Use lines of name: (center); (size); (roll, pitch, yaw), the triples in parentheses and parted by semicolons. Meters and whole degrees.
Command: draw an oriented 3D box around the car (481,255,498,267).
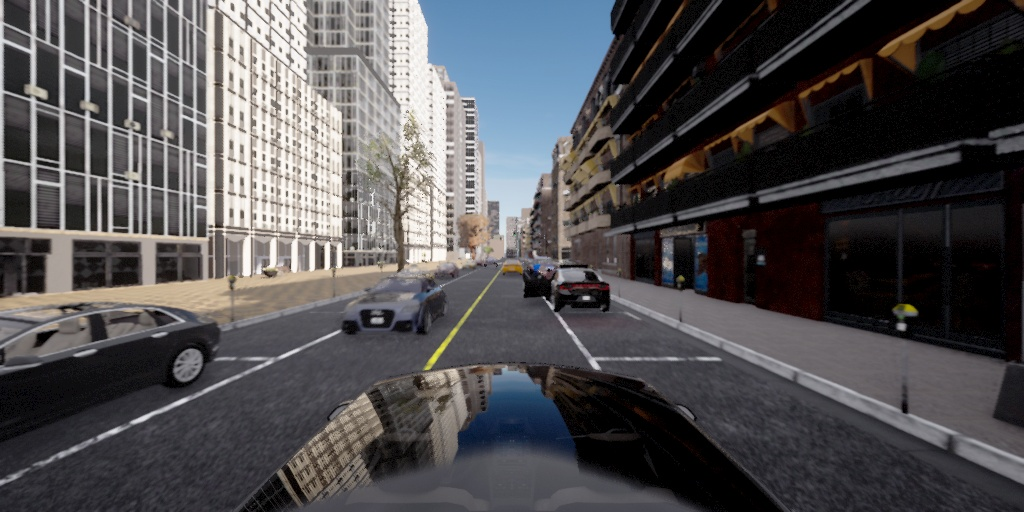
car: (-2.986, 0.805, 51.648); (1.812, 1.442, 4.674); (0, 0, 0)

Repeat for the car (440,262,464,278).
car: (-5.683, 1.214, 31.837); (1.802, 1.307, 4.207); (0, 0, 0)

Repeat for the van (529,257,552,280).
van: (2.697, 0.973, 31.834); (1.690, 1.789, 3.998); (0, 0, 0)

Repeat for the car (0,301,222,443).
car: (-5.691, 1.290, 4.174); (2.007, 1.370, 4.403); (0, 0, 0)

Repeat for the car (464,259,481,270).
car: (-5.678, 1.099, 48.265); (1.751, 1.417, 4.829); (0, 0, 0)

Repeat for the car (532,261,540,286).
car: (2.695, 1.234, 26.302); (1.802, 1.307, 4.207); (0, 0, 0)

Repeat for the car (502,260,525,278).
car: (0.040, 1.093, 36.556); (1.882, 1.535, 5.008); (0, 0, 0)

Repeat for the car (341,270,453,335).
car: (-3.097, 1.278, 10.228); (1.994, 1.385, 4.181); (0, 0, 0)

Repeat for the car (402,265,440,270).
car: (-5.686, 1.198, 20.602); (1.751, 1.417, 4.829); (0, 0, 0)

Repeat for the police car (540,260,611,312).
police car: (2.370, 1.124, 14.013); (1.930, 1.638, 5.238); (0, 0, 0)

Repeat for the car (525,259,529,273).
car: (2.698, 1.053, 37.367); (1.967, 1.591, 4.097); (0, 0, 0)
